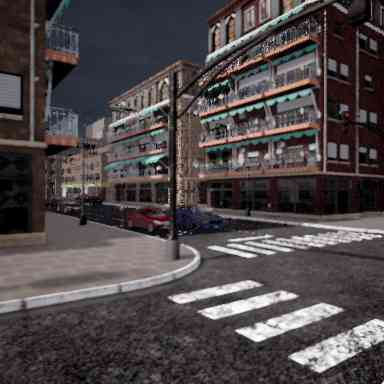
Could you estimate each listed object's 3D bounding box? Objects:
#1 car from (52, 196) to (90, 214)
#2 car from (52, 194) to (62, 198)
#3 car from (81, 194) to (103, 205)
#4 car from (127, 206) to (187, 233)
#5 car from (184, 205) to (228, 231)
[{"bbox_3d":[-12.290,1.395,33.553,2.008,1.369,4.403,1,0,-35],"label":"car"},{"bbox_3d":[-28.621,1.079,71.009,1.752,1.417,4.829,1,0,-35],"label":"car"},{"bbox_3d":[-15.341,1.298,52.317,1.947,1.339,4.313,1,0,-35],"label":"car"},{"bbox_3d":[-2.404,1.583,19.639,1.802,1.307,4.206,1,0,-35],"label":"car"},{"bbox_3d":[-0.101,1.563,21.030,2.033,1.411,5.357,0,0,-35],"label":"car"}]
